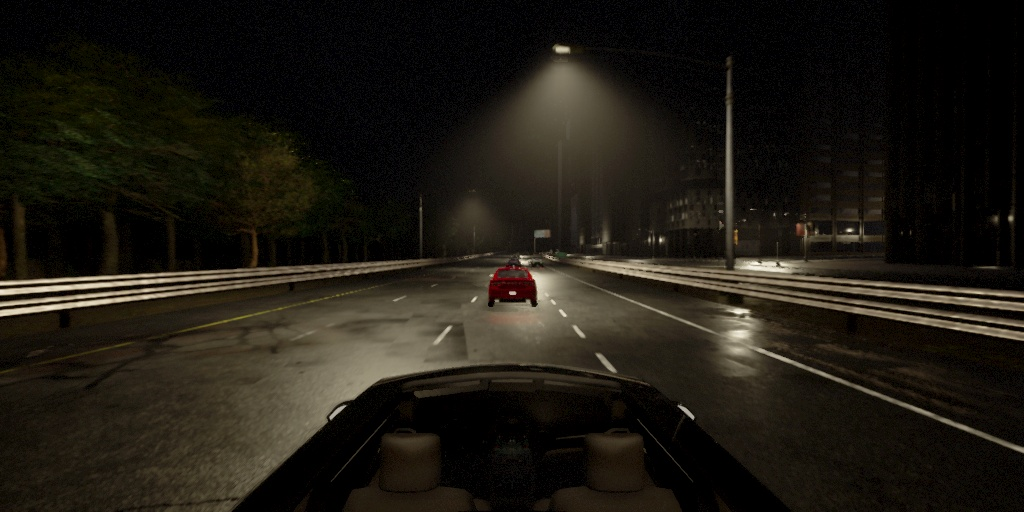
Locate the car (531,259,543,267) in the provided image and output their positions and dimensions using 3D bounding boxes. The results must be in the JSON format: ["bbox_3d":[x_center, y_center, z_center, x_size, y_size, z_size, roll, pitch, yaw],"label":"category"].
[{"bbox_3d":[3.961,1.128,57.870,1.895,1.301,4.718,0,0,1],"label":"car"}]

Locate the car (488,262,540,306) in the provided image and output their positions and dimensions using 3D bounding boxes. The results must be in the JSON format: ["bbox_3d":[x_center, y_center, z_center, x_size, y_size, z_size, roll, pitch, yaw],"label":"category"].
[{"bbox_3d":[0.027,1.214,15.680,1.882,1.535,5.008,0,0,0],"label":"car"}]

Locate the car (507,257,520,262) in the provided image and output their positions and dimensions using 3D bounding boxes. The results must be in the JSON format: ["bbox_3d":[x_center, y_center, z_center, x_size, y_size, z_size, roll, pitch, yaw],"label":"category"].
[{"bbox_3d":[0.226,1.162,45.668,1.994,1.385,4.181,0,0,1],"label":"car"}]
